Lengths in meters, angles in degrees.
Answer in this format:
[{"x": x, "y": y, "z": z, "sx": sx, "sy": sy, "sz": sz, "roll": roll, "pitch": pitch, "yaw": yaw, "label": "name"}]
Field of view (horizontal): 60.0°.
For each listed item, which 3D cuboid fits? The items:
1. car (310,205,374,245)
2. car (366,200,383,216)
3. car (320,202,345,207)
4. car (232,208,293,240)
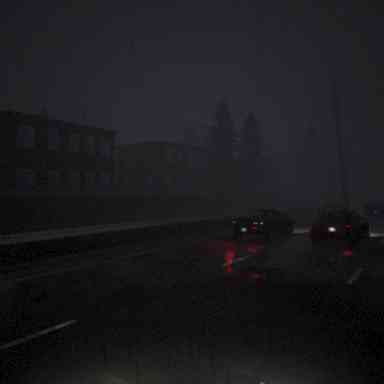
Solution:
[{"x": 7.071, "y": 1.555, "z": 15.736, "sx": 1.994, "sy": 1.385, "sz": 4.181, "roll": 0, "pitch": 0, "yaw": 35, "label": "car"}, {"x": 16.352, "y": 1.459, "z": 29.098, "sx": 1.882, "sy": 1.535, "sz": 5.008, "roll": 0, "pitch": 0, "yaw": 35, "label": "car"}, {"x": 12.813, "y": 1.547, "z": 30.142, "sx": 1.994, "sy": 1.385, "sz": 4.181, "roll": 0, "pitch": 0, "yaw": 35, "label": "car"}, {"x": 3.664, "y": 1.518, "z": 16.973, "sx": 1.812, "sy": 1.442, "sz": 4.674, "roll": 0, "pitch": 0, "yaw": 35, "label": "car"}]
